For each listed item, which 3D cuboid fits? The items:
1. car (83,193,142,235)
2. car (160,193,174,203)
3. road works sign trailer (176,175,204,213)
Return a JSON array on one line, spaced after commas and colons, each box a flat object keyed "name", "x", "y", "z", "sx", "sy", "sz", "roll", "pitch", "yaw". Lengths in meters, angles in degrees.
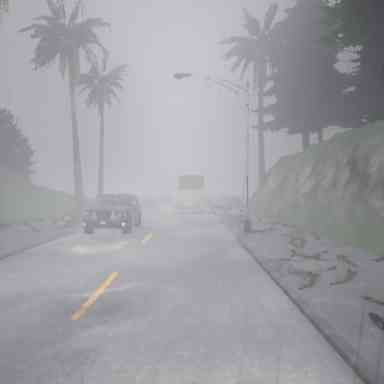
[{"name": "car", "x": -4.095, "y": 1.063, "z": 18.090, "sx": 2.150, "sy": 2.045, "sz": 5.566, "roll": 0, "pitch": 0, "yaw": 0}, {"name": "car", "x": -4.041, "y": 1.031, "z": 54.568, "sx": 1.837, "sy": 1.490, "sz": 4.892, "roll": 0, "pitch": 2, "yaw": 1}, {"name": "road works sign trailer", "x": -0.013, "y": 0.181, "z": 32.120, "sx": 2.380, "sy": 3.560, "sz": 2.880, "roll": 0, "pitch": 1, "yaw": 0}]
